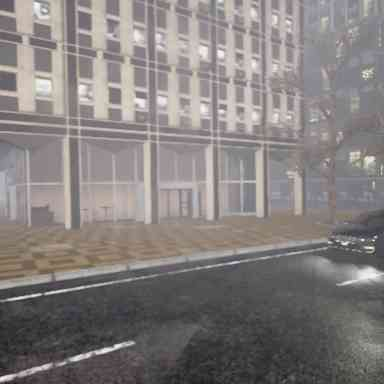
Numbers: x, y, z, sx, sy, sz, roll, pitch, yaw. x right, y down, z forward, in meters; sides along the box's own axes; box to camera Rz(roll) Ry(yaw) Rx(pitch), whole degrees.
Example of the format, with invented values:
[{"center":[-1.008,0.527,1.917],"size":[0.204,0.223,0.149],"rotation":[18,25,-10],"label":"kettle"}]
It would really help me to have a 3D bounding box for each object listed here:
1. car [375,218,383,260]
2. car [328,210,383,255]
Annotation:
[{"center":[6.881,1.427,8.218],"size":[5.008,1.535,1.882],"rotation":[0,0,-33],"label":"car"},{"center":[7.035,1.435,12.187],"size":[4.892,1.490,1.837],"rotation":[0,0,-32],"label":"car"}]
